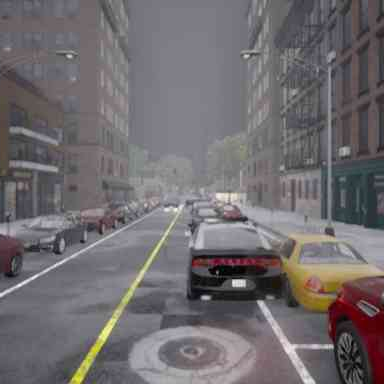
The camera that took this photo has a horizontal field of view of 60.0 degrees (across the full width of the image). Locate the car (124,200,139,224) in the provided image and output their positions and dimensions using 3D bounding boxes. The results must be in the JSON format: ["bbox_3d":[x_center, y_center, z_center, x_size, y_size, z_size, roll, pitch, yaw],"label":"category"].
[{"bbox_3d":[-5.362,1.508,24.062,1.947,1.339,4.313,0,0,0],"label":"car"}]

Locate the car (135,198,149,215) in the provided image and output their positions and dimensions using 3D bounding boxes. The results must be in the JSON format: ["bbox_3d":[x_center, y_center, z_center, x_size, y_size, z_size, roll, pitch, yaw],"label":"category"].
[{"bbox_3d":[-5.357,1.480,29.580,2.008,1.369,4.403,0,0,0],"label":"car"}]

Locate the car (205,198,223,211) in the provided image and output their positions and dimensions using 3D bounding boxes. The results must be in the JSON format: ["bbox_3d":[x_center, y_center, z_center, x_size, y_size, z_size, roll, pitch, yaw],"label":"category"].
[{"bbox_3d":[2.678,1.454,40.613,1.887,1.381,4.507,0,0,0],"label":"car"}]

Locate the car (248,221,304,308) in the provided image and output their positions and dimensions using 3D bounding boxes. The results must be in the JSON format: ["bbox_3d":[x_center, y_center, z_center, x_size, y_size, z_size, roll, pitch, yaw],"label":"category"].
[{"bbox_3d":[2.642,1.506,7.671,1.752,1.417,4.829,0,0,0],"label":"car"}]

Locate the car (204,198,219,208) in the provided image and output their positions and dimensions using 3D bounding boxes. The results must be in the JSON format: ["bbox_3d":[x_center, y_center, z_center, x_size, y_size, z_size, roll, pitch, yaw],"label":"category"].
[{"bbox_3d":[2.684,1.483,46.131,1.802,1.307,4.206,0,0,0],"label":"car"}]

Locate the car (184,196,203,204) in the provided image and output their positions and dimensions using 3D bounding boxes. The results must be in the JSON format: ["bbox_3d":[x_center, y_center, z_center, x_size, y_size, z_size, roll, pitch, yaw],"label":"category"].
[{"bbox_3d":[0.361,1.443,59.774,1.994,1.385,4.181,0,0,23],"label":"car"}]

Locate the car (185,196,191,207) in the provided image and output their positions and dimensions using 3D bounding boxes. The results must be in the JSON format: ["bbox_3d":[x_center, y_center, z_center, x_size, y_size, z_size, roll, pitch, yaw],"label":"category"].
[{"bbox_3d":[0.072,1.377,47.124,1.882,1.535,5.008,0,0,1],"label":"car"}]

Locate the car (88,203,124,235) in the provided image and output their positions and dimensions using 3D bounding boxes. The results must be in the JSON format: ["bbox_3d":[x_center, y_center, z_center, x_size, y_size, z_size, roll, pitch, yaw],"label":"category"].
[{"bbox_3d":[-5.368,1.499,18.544,1.887,1.381,4.507,0,0,0],"label":"car"}]

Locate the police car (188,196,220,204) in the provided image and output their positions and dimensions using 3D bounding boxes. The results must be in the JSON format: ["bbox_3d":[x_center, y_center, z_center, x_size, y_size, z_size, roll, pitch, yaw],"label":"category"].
[{"bbox_3d":[0.850,1.366,24.464,1.930,1.638,5.238,0,0,0],"label":"police car"}]

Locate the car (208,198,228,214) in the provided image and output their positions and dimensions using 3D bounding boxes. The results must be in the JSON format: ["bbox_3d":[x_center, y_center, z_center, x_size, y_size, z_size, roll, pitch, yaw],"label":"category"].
[{"bbox_3d":[2.673,1.444,35.265,1.752,1.417,4.829,0,0,0],"label":"car"}]

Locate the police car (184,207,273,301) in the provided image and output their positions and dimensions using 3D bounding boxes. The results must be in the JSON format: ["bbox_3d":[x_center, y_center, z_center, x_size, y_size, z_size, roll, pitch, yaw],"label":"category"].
[{"bbox_3d":[0.834,1.404,8.464,1.930,1.638,5.238,0,0,0],"label":"police car"}]

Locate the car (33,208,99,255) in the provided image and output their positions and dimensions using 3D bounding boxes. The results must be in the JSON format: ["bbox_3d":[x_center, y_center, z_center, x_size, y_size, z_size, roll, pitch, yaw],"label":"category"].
[{"bbox_3d":[-5.373,1.519,13.025,2.008,1.369,4.403,0,0,0],"label":"car"}]

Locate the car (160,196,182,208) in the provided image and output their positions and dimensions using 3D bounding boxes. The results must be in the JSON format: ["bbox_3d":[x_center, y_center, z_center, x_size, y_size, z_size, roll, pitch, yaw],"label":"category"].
[{"bbox_3d":[-2.785,1.466,45.314,1.994,1.385,4.181,0,0,0],"label":"car"}]

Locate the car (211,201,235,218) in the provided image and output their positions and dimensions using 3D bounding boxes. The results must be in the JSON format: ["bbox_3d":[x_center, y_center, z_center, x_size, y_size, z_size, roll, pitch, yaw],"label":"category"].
[{"bbox_3d":[2.668,1.511,29.576,1.802,1.307,4.206,0,0,0],"label":"car"}]

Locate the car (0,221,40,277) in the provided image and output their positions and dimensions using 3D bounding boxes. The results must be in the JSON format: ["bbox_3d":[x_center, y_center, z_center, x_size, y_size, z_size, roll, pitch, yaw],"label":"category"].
[{"bbox_3d":[-5.379,1.563,7.506,1.802,1.307,4.206,0,0,0],"label":"car"}]

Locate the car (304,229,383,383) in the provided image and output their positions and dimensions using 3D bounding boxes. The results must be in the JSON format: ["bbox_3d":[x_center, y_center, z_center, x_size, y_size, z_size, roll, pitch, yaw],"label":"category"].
[{"bbox_3d":[2.641,1.310,1.985,2.192,1.841,5.009,0,0,0],"label":"car"}]

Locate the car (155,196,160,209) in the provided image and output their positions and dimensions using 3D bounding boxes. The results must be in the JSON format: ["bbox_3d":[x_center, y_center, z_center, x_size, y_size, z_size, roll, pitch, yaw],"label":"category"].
[{"bbox_3d":[-5.347,1.435,40.448,1.752,1.417,4.829,0,0,0],"label":"car"}]

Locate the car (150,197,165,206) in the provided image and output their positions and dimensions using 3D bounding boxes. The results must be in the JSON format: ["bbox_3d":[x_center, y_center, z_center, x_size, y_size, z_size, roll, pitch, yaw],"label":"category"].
[{"bbox_3d":[-5.336,1.474,51.656,1.802,1.307,4.206,0,0,0],"label":"car"}]

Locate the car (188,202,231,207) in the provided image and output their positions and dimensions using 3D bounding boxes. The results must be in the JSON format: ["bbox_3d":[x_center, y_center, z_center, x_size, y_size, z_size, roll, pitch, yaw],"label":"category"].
[{"bbox_3d":[0.844,1.481,18.354,1.812,1.442,4.674,0,0,0],"label":"car"}]

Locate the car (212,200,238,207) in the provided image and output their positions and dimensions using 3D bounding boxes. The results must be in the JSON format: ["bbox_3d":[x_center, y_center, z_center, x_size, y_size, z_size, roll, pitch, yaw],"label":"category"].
[{"bbox_3d":[2.663,1.523,24.058,1.802,1.307,4.206,0,0,0],"label":"car"}]

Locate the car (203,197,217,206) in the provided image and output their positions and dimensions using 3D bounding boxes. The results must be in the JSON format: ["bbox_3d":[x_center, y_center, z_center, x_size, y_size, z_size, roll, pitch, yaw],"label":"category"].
[{"bbox_3d":[2.689,1.457,51.649,1.947,1.339,4.313,0,0,0],"label":"car"}]

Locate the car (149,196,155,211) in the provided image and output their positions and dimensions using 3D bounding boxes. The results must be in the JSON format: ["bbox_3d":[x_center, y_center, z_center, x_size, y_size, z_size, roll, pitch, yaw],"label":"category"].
[{"bbox_3d":[-5.352,1.359,35.099,1.967,1.590,4.097,0,0,0],"label":"car"}]
